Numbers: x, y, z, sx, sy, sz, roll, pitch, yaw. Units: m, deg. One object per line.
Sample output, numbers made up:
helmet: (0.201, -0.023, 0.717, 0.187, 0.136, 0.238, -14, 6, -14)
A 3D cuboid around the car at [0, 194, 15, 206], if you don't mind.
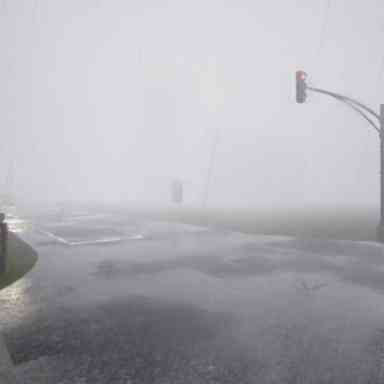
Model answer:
car: (-26.964, 1.156, 48.046, 2.097, 1.767, 4.553, 0, 0, -35)
